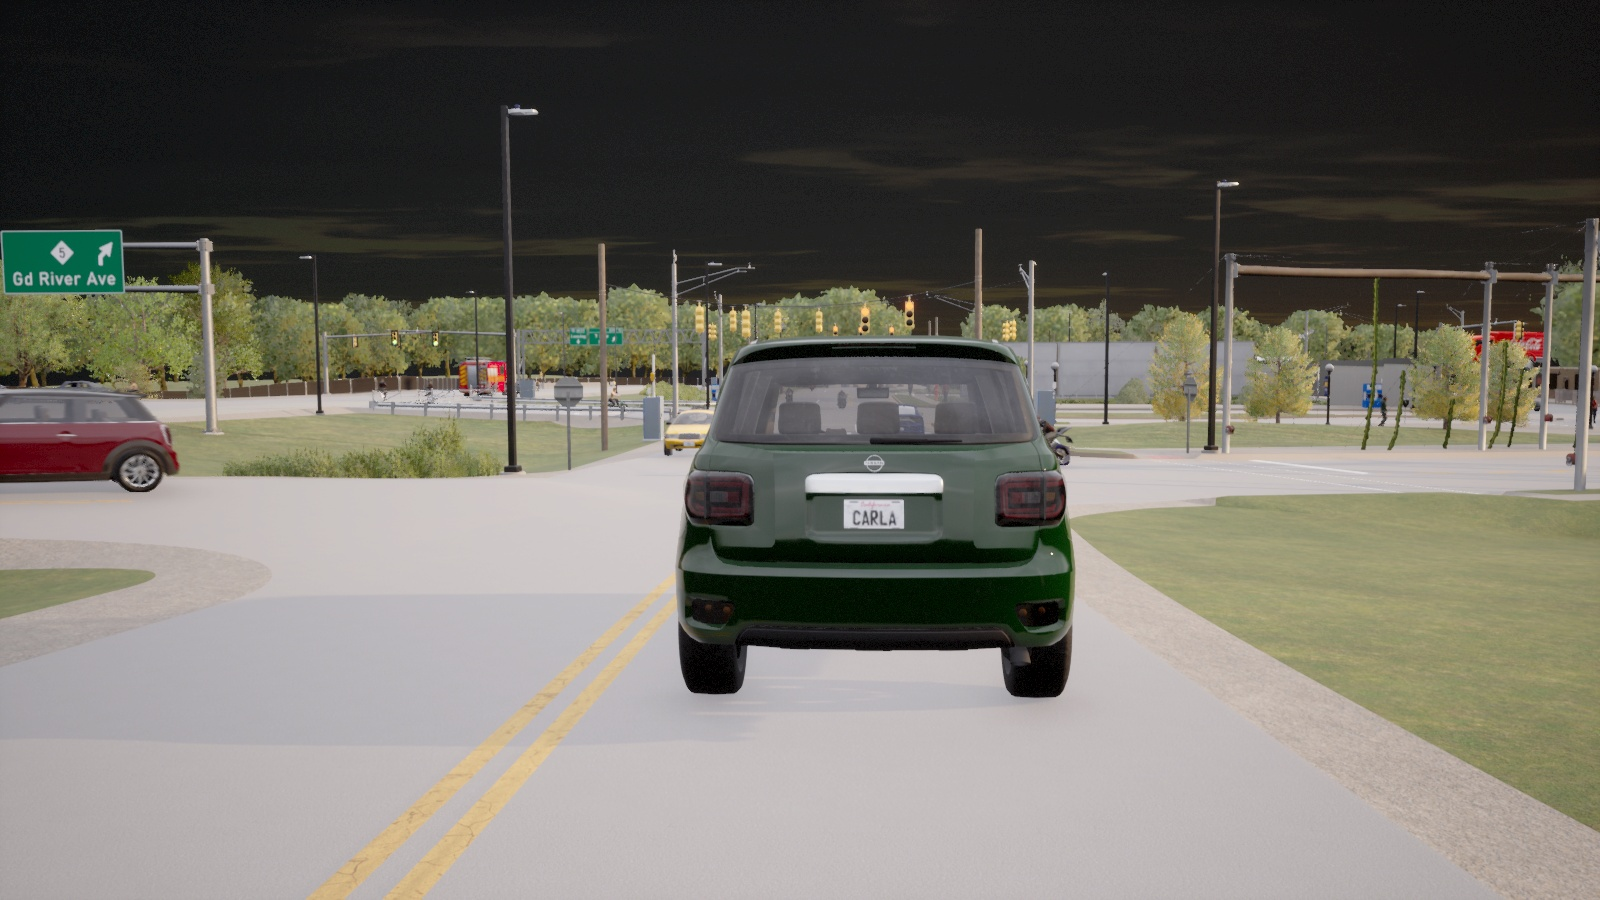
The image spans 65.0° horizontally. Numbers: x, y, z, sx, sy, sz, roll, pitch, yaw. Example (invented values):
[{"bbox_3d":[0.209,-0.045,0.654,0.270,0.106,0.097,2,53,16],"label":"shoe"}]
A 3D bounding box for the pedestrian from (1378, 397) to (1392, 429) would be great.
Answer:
[{"bbox_3d":[33.392,-2.115,71.696,0.614,1.847,0.353,0,5,1],"label":"pedestrian"}]

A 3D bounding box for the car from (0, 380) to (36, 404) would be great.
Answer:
[{"bbox_3d":[-52.077,-3.741,80.534,4.902,1.511,2.128,0,4,2],"label":"car"}]

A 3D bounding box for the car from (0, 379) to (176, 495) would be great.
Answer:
[{"bbox_3d":[-12.952,-0.246,20.607,4.553,1.767,2.097,0,4,-36],"label":"car"}]

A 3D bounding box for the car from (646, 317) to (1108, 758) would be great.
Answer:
[{"bbox_3d":[0.504,0.361,8.656,2.150,2.045,5.566,0,1,3],"label":"car"}]

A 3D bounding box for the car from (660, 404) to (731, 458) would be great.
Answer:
[{"bbox_3d":[-3.391,-0.691,41.639,1.801,1.575,5.366,0,3,1],"label":"car"}]

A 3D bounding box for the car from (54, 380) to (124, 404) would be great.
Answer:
[{"bbox_3d":[-47.469,-3.887,83.877,3.633,1.501,1.845,0,3,2],"label":"car"}]

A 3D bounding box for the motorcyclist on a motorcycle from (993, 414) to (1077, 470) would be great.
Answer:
[{"bbox_3d":[6.774,-0.236,36.229,2.191,1.530,0.866,0,4,-21],"label":"motorcyclist on a motorcycle"}]
